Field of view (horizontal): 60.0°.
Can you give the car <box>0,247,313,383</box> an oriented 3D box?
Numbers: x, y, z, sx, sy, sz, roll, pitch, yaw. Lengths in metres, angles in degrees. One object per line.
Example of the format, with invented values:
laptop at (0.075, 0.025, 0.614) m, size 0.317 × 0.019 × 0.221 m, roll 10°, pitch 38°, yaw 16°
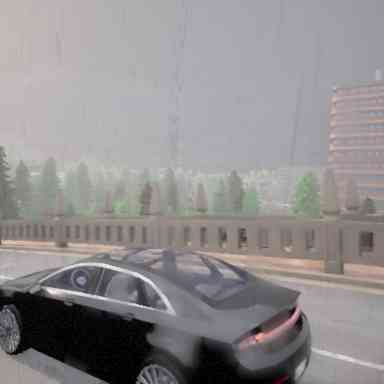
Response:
car at (-0.917, 1.551, 4.648) m, size 4.902 × 1.511 × 2.128 m, roll -2°, pitch -1°, yaw 36°
